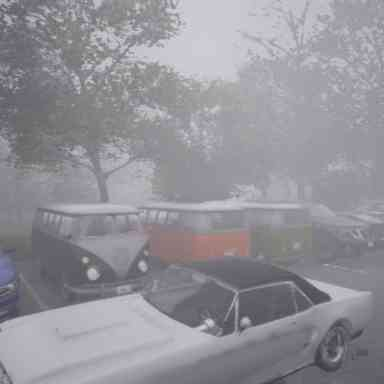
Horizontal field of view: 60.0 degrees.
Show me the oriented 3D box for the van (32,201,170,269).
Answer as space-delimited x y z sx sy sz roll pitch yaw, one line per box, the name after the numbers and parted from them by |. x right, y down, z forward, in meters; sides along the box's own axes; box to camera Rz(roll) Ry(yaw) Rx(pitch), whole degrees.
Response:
-2.562 1.259 8.087 1.878 1.987 4.442 0 0 -35 | van

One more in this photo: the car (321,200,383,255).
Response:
4.162 1.338 12.985 2.435 2.045 5.566 1 -1 -35 | car

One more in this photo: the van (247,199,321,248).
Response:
1.821 1.329 11.496 1.878 1.987 4.442 1 -1 -35 | van

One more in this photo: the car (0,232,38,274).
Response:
-4.767 1.479 6.666 2.097 1.535 5.008 0 0 -35 | car

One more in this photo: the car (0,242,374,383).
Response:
0.188 1.610 4.128 4.718 1.301 1.895 1 0 -35 | car

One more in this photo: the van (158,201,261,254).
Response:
-0.333 1.296 9.961 1.878 1.987 4.442 1 -1 -35 | van
